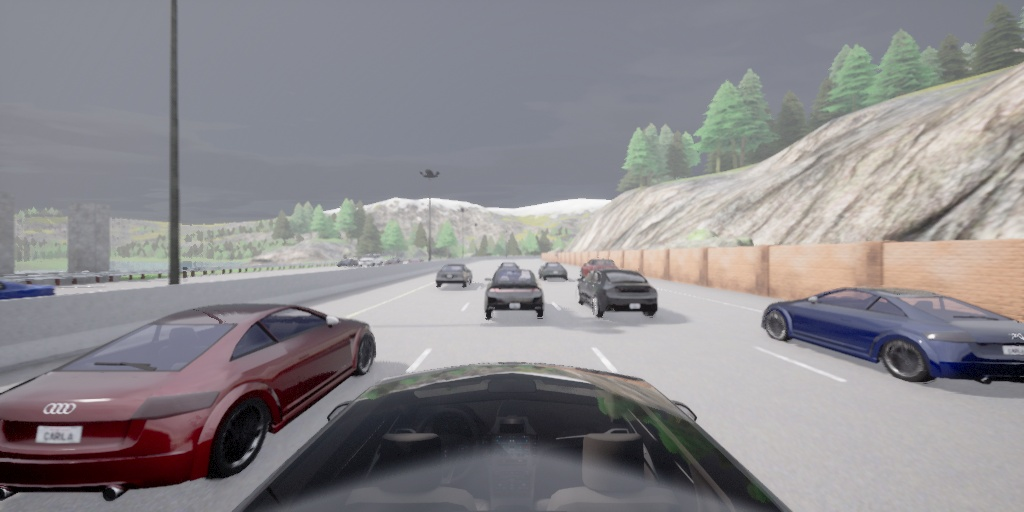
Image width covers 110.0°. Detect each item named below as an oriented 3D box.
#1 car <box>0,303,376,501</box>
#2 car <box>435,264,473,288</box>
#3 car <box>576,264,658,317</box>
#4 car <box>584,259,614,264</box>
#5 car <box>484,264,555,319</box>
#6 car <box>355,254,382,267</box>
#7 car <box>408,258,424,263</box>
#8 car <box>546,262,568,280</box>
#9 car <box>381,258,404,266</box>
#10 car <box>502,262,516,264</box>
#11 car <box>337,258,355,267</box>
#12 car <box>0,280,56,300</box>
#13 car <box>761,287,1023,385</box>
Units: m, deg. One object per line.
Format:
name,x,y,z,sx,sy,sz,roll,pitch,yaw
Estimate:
car,-3.399,1.300,4.698,1.994,1.385,4.181,0,0,0
car,-3.626,1.198,23.040,2.033,1.411,5.357,0,0,-1
car,3.551,1.203,12.847,1.837,1.490,4.892,0,0,-1
car,6.759,0.979,28.084,2.097,1.767,4.553,0,0,-1
car,0.052,1.191,12.608,2.128,1.511,4.902,0,0,-1
car,-22.057,0.720,56.306,2.150,2.045,5.566,0,0,-1
car,-15.060,1.020,56.392,1.812,1.442,4.674,0,0,-1
car,3.238,1.186,28.971,1.994,1.385,4.181,0,0,-1
car,-18.563,1.056,56.667,1.994,1.385,4.181,0,0,-1
car,-0.264,1.186,29.014,1.994,1.385,4.181,0,0,-1
car,-25.547,1.059,55.889,1.994,1.385,4.181,0,0,-1
car,-14.112,1.197,8.241,1.882,1.535,5.008,0,0,0
car,7.093,1.289,7.063,1.994,1.385,4.181,0,0,0
